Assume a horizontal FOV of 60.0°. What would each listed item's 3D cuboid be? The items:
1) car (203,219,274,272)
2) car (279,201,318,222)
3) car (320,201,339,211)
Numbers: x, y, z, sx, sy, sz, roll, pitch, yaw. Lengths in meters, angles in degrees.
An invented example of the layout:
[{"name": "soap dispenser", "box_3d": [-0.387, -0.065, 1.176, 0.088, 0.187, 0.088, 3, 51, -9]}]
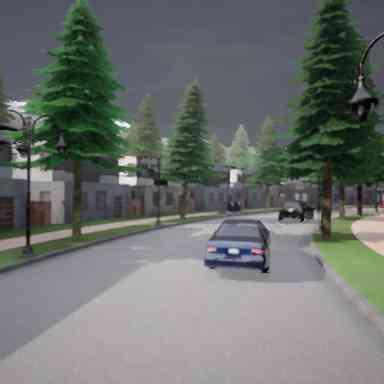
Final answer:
[{"name": "car", "box_3d": [1.686, 1.609, 11.144, 2.033, 1.411, 5.357, 0, 0, 14]}, {"name": "car", "box_3d": [9.073, 1.530, 28.666, 2.097, 1.767, 4.553, 0, 0, 32]}, {"name": "car", "box_3d": [17.915, 1.894, 44.684, 4.718, 1.301, 1.895, 0, 0, -41]}]
